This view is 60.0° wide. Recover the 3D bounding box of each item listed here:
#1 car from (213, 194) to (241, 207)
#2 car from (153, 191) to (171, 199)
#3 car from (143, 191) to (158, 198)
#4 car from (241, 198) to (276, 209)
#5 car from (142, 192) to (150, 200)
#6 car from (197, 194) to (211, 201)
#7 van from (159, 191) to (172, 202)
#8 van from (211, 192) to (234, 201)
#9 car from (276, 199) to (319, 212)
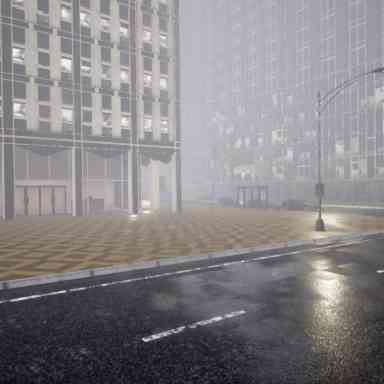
[{"bbox_3d":[5.284,1.319,45.301,1.947,1.339,4.313,0,1,-34],"label":"car"},{"bbox_3d":[-7.066,0.615,78.181,2.192,1.841,5.009,0,1,-34],"label":"car"},{"bbox_3d":[-10.283,0.686,82.867,1.967,1.590,4.097,0,1,-34],"label":"car"},{"bbox_3d":[8.453,1.388,40.583,1.802,1.307,4.206,0,1,-34],"label":"car"},{"bbox_3d":[-10.757,1.040,68.756,2.008,1.369,4.403,0,1,-34],"label":"car"},{"bbox_3d":[2.586,1.043,64.128,1.802,1.307,4.206,0,1,-34],"label":"car"},{"bbox_3d":[-4.322,0.937,59.383,1.690,1.788,3.998,0,1,-34],"label":"van"},{"bbox_3d":[5.803,0.855,59.439,1.690,1.788,3.998,0,1,-34],"label":"van"},{"bbox_3d":[11.657,1.424,35.886,1.947,1.339,4.313,0,1,-34],"label":"car"}]
